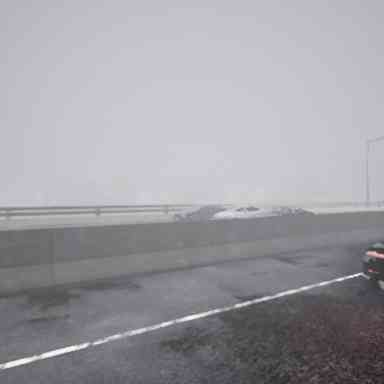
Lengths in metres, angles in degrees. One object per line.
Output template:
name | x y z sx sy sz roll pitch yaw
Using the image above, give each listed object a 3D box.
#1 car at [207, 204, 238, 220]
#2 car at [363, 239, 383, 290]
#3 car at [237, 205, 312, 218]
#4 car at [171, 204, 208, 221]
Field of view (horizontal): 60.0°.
car | 3.653 1.648 23.675 4.674 1.442 1.812 1 0 -35
car | 6.053 1.561 8.016 4.902 1.511 2.128 1 0 -35
car | 5.537 1.613 20.721 4.902 1.511 2.128 1 0 -35
car | 1.060 1.664 26.139 5.357 1.411 2.033 1 0 -35
